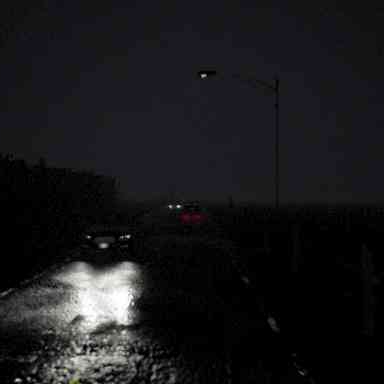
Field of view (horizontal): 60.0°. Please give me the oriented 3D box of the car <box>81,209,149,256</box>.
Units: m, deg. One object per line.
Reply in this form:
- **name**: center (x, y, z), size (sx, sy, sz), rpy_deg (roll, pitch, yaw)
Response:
- **car**: center (-2.851, 1.475, 13.196), size (2.128, 1.511, 4.902), rpy_deg (0, 0, 0)

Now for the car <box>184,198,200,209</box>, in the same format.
- **car**: center (0.004, 1.522, 45.975), size (2.033, 1.411, 5.357), rpy_deg (0, 0, 0)

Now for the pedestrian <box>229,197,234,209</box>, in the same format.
- **pedestrian**: center (2.825, 1.278, 24.319), size (0.375, 1.860, 0.375), rpy_deg (0, 0, -2)

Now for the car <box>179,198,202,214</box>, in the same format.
- **car**: center (0.045, 1.466, 35.260), size (2.128, 1.511, 4.902), rpy_deg (0, 0, 1)

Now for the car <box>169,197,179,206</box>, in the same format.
- **car**: center (-2.802, 1.527, 55.767), size (2.033, 1.411, 5.357), rpy_deg (0, 0, 1)

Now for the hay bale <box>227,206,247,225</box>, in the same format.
- **hay bale**: center (3.129, 1.632, 23.222), size (1.220, 1.180, 1.240), rpy_deg (0, 0, 0)
